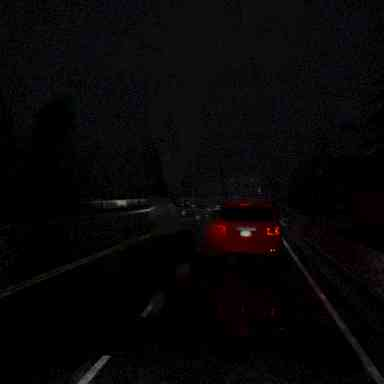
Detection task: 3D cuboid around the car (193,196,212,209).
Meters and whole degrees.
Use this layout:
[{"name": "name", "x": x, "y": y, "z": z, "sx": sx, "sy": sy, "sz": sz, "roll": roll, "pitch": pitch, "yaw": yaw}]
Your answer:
[{"name": "car", "x": 1.840, "y": 1.844, "z": 51.808, "sx": 1.812, "sy": 1.442, "sz": 4.674, "roll": 0, "pitch": 0, "yaw": 10}]

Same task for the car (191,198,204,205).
[{"name": "car", "x": 1.214, "y": 1.957, "z": 67.772, "sx": 1.994, "sy": 1.385, "sz": 4.181, "roll": 0, "pitch": 0, "yaw": 10}]

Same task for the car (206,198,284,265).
[{"name": "car", "x": 2.056, "y": 1.314, "z": 12.324, "sx": 2.150, "sy": 2.045, "sz": 5.566, "roll": 0, "pitch": 0, "yaw": 10}]

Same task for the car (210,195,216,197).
[{"name": "car", "x": 4.637, "y": 1.930, "z": 67.059, "sx": 1.837, "sy": 1.490, "sz": 4.892, "roll": 1, "pitch": 0, "yaw": 10}]

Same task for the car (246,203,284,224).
[{"name": "car", "x": 6.223, "y": 1.723, "z": 27.834, "sx": 1.837, "sy": 1.490, "sz": 4.892, "roll": -1, "pitch": -1, "yaw": 29}]

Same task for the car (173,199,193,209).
[{"name": "car", "x": -1.634, "y": 1.767, "z": 52.264, "sx": 1.882, "sy": 1.535, "sz": 5.008, "roll": 0, "pitch": 0, "yaw": 10}]
